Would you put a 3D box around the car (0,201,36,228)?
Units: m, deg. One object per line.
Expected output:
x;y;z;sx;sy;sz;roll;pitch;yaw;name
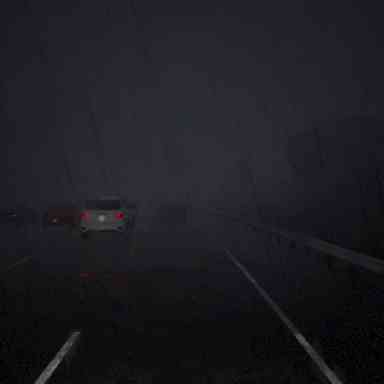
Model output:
-11.824;1.572;22.360;1.812;1.442;4.674;0;0;-6;car

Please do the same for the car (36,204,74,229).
-8.247;1.518;21.852;1.882;1.535;5.008;0;0;-6;car

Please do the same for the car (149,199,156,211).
-4.138;1.537;40.876;1.882;1.535;5.008;0;0;-11;car

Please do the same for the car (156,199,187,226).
-1.469;1.511;24.084;1.882;1.535;5.008;0;0;-7;car

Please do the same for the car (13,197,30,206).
-31.319;1.645;61.197;2.128;1.511;4.902;0;0;-18;car

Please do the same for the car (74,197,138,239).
-4.306;1.251;17.630;2.150;2.045;5.566;0;0;-5;car
